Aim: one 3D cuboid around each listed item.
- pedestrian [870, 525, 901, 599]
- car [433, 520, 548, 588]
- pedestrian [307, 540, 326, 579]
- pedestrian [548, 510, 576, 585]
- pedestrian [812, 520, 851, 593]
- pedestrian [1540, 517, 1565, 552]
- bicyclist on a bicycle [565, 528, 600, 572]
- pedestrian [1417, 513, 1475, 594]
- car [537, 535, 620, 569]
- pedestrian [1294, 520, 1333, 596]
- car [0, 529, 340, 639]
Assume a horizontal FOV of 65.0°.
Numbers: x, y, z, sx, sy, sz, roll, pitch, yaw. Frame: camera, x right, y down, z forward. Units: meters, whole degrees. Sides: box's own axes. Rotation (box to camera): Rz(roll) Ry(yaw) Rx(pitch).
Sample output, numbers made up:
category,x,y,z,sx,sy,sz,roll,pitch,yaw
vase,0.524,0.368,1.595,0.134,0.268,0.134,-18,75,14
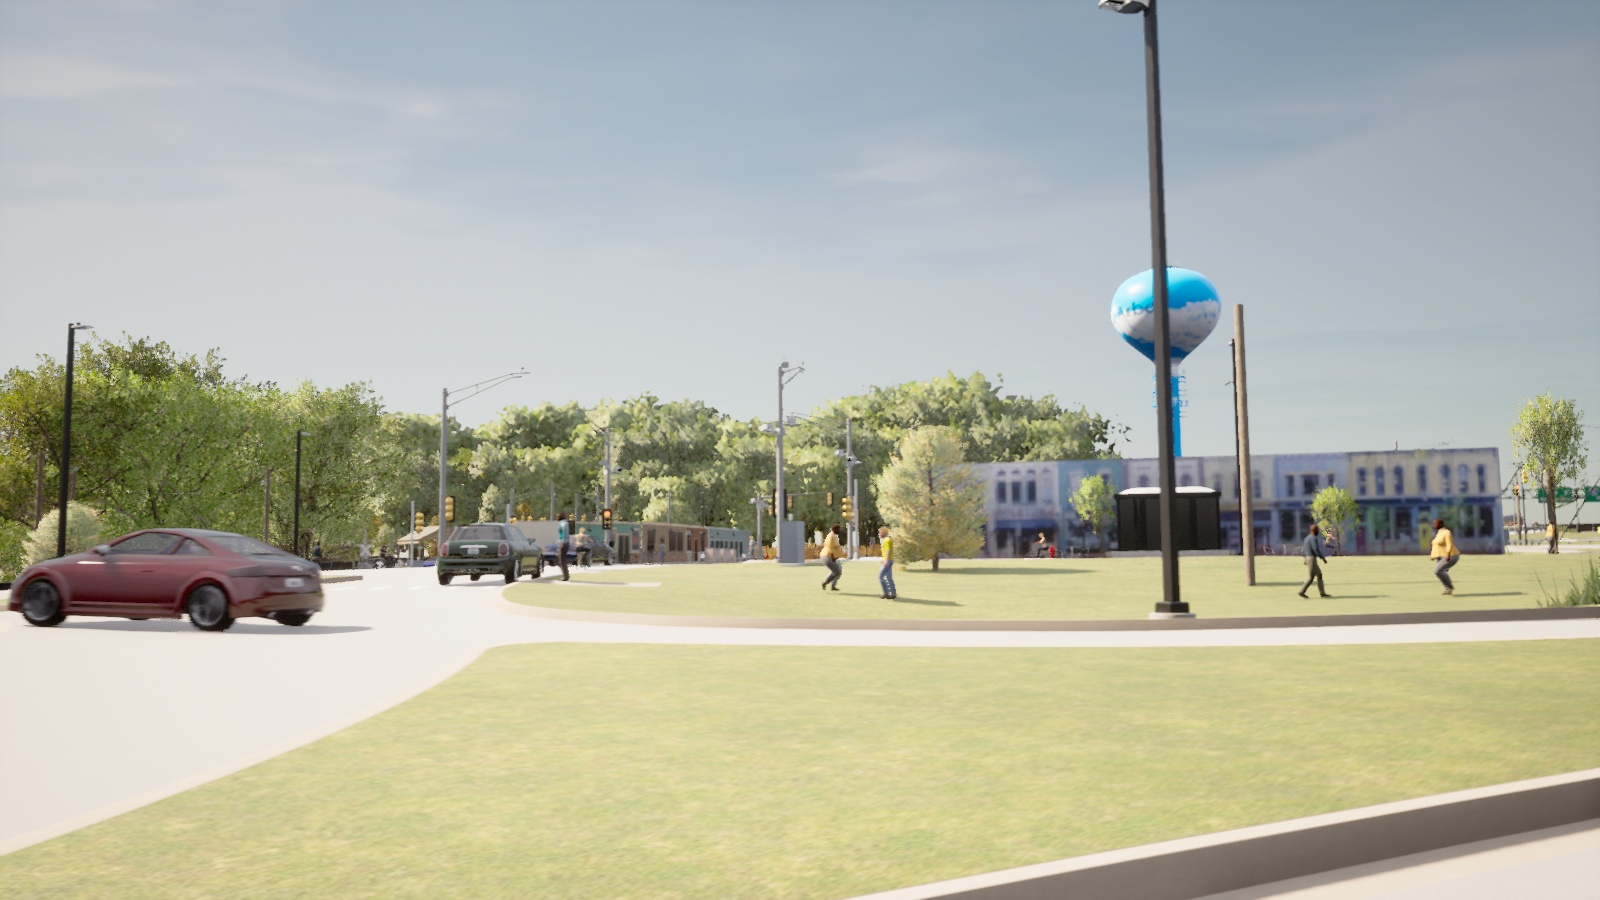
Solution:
category,x,y,z,sx,sy,sz,roll,pitch,yaw
pedestrian,2.146,2.807,31.499,0.706,1.836,0.354,-1,-6,7
car,-8.683,2.913,35.630,2.097,1.767,4.553,-1,-4,1
pedestrian,-23.064,5.242,59.867,0.370,1.835,0.726,-4,-6,29
pedestrian,-6.236,2.555,32.905,0.692,1.930,0.396,0,-6,-9
pedestrian,0.835,2.783,32.858,0.900,1.855,0.874,-1,-6,7
pedestrian,40.271,4.522,67.189,0.900,1.855,0.874,-3,-6,22
bicyclist on a bicycle,-8.165,3.752,47.177,0.866,1.612,1.509,-2,-4,8
pedestrian,15.005,2.410,29.198,0.900,1.855,0.874,-2,-6,10
car,-9.871,4.571,56.411,2.033,1.411,5.357,-2,-5,9
pedestrian,12.529,2.631,30.670,0.726,1.835,0.370,-2,-6,9
car,-8.941,1.834,17.696,4.181,1.385,1.994,0,-5,15
